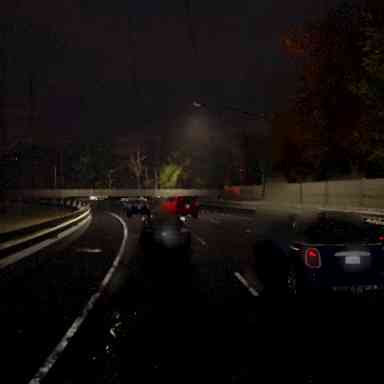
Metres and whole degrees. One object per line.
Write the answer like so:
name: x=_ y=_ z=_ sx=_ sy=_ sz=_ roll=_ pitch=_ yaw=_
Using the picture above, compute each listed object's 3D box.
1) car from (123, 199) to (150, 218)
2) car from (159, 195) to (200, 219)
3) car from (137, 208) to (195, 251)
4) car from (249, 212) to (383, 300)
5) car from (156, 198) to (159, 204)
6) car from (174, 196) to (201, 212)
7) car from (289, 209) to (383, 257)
car: x=-5.360 y=1.434 z=31.634 sx=2.097 sy=1.767 sz=4.553 roll=0 pitch=0 yaw=-18
car: x=-1.094 y=1.294 z=29.818 sx=2.150 sy=2.045 sz=5.566 roll=0 pitch=0 yaw=-16
car: x=-1.264 y=1.600 z=14.514 sx=1.994 sy=1.385 sz=4.181 roll=0 pitch=0 yaw=-9
car: x=2.983 y=1.369 z=8.678 sx=2.097 sy=1.767 sz=4.553 roll=0 pitch=0 yaw=-5
car: x=-6.194 y=1.734 z=70.167 sx=1.994 sy=1.385 sz=4.181 roll=0 pitch=0 yaw=7
car: x=-0.660 y=1.447 z=40.355 sx=2.097 sy=1.767 sz=4.553 roll=0 pitch=0 yaw=-17
car: x=5.909 y=1.552 z=13.945 sx=1.812 sy=1.442 sz=4.674 roll=0 pitch=0 yaw=-8
